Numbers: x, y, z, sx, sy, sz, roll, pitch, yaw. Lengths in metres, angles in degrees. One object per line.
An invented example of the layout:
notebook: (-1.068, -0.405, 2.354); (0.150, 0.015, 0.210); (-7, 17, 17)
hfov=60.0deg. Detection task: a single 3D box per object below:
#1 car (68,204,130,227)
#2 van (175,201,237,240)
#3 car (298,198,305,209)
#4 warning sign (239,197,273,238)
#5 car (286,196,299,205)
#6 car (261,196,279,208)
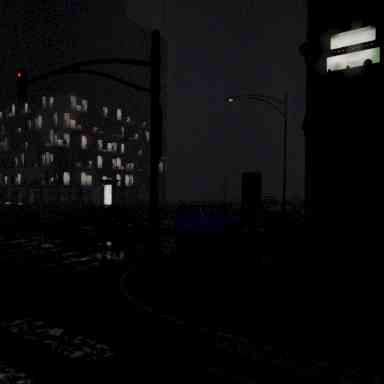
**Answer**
car: (-5.999, 1.467, 21.879); (1.947, 1.339, 4.313); (1, 1, 35)
van: (0.833, 1.368, 17.019); (1.690, 1.788, 3.998); (1, 1, 35)
car: (15.591, 1.442, 42.344); (1.837, 1.490, 4.892); (1, 1, 36)
warning sign: (3.114, 1.177, 16.125); (1.300, 1.860, 1.060); (1, 1, 35)
car: (16.348, 1.364, 53.300); (1.752, 1.417, 4.829); (1, 1, 35)
car: (10.034, 1.293, 44.420); (1.967, 1.590, 4.097); (1, 1, 35)
